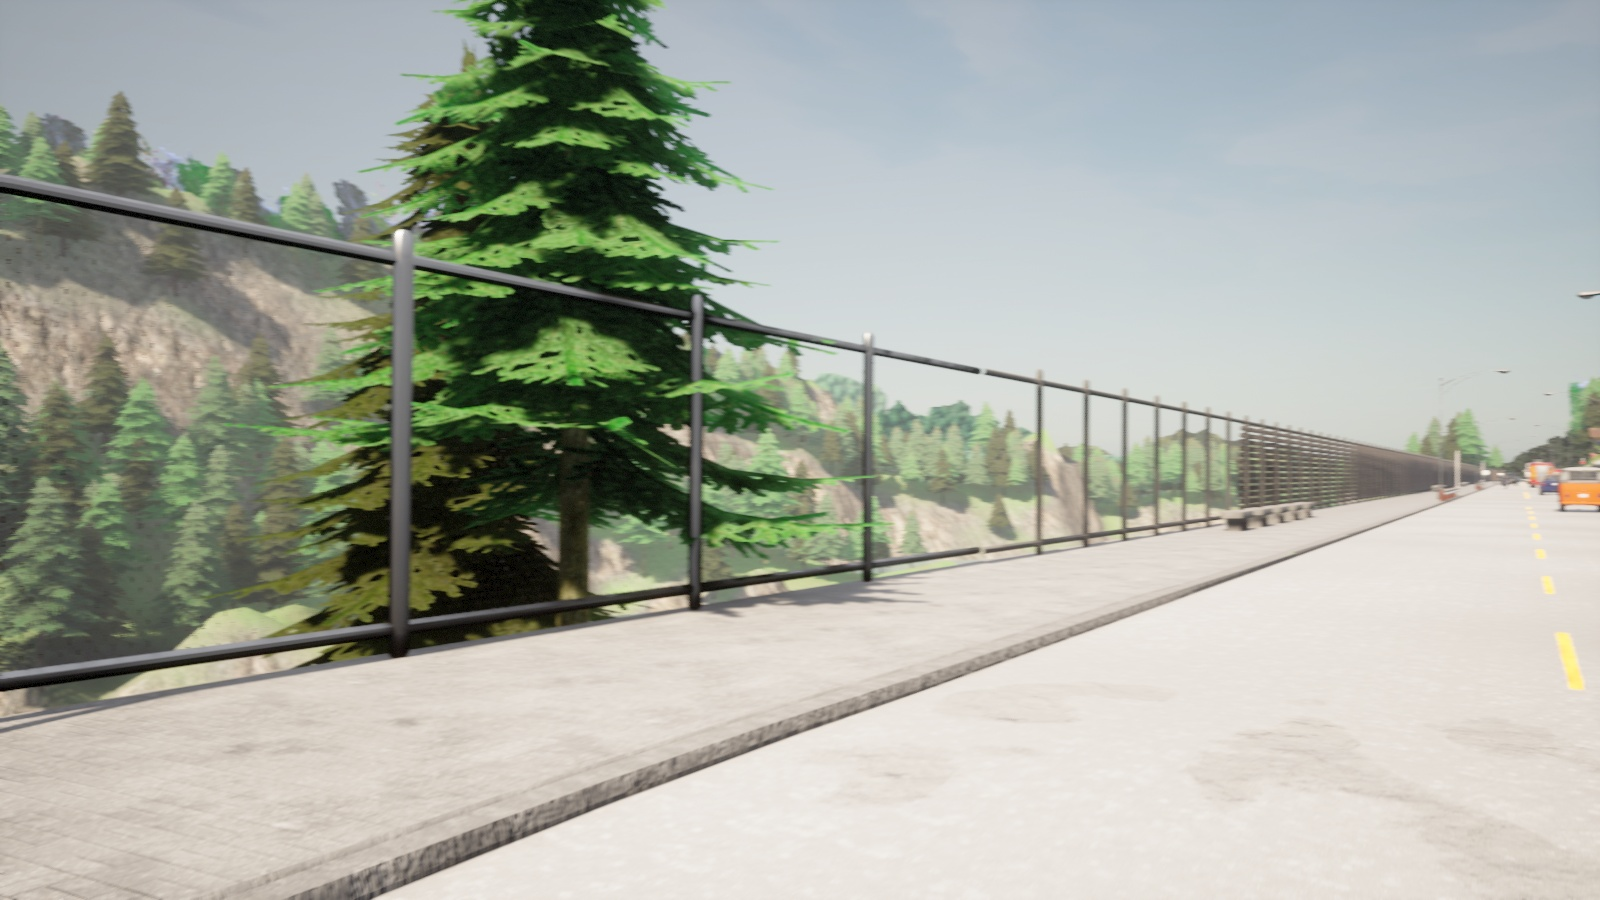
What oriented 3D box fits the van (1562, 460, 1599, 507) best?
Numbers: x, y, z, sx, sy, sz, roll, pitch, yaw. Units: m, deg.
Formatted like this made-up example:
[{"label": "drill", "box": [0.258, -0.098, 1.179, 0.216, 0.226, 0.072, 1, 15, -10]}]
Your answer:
[{"label": "van", "box": [34.926, 1.467, 55.715, 1.775, 1.987, 4.442, -1, -1, 30]}]
